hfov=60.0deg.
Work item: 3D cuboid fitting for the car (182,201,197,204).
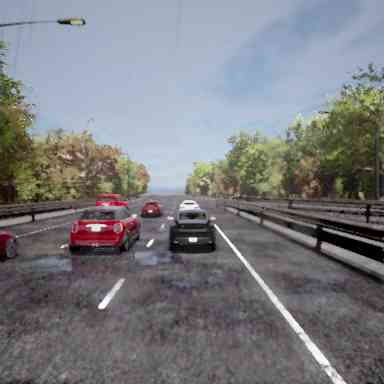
[{"bbox_3d":[-0.270,1.548,31.966,1.812,1.442,4.674,0,0,-1],"label":"car"}]

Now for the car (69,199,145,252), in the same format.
[{"bbox_3d":[-3.488,1.359,14.154,2.097,1.767,4.553,0,0,-1],"label":"car"}]

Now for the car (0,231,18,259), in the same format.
[{"bbox_3d":[-6.948,1.531,9.638,1.812,1.442,4.674,0,0,0],"label":"car"}]

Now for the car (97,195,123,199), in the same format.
[{"bbox_3d":[-7.232,1.244,30.169,2.150,2.045,5.566,0,0,-1],"label":"car"}]

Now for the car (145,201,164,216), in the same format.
[{"bbox_3d":[-3.774,1.549,32.081,1.812,1.442,4.674,0,0,-1],"label":"car"}]

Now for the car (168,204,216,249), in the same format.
[{"bbox_3d":[0.008,1.511,14.691,1.837,1.490,4.892,0,0,-1],"label":"car"}]
